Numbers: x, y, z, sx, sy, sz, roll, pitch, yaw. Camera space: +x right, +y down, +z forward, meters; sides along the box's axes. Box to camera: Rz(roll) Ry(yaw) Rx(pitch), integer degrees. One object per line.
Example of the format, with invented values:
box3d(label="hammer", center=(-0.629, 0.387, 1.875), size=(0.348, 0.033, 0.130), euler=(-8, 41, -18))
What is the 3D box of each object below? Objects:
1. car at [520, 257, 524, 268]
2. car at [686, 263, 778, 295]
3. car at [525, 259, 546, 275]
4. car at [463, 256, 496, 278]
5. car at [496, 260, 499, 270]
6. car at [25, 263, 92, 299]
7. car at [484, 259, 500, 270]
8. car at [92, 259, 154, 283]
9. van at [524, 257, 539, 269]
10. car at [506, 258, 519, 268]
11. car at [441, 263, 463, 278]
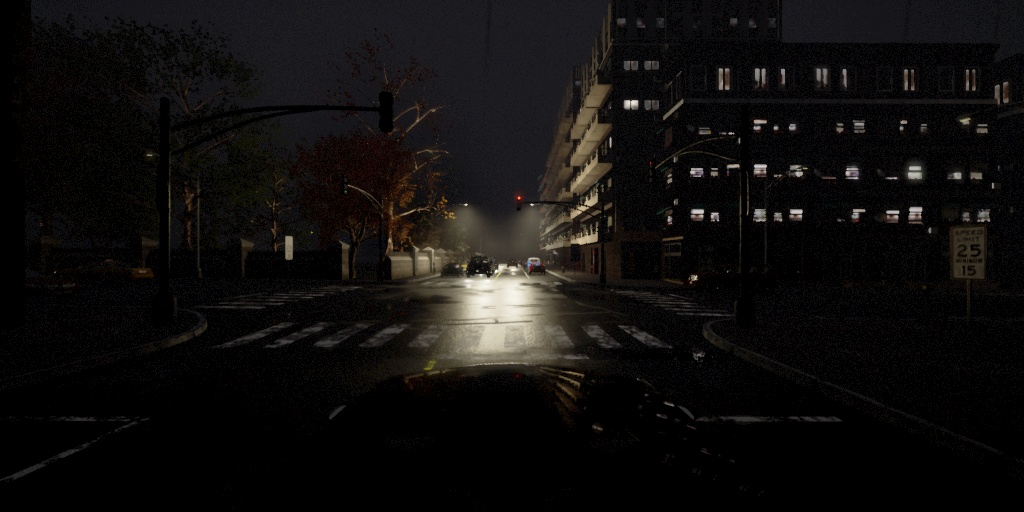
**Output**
box3d(label="car", center=(2.775, 1.230, 56.884), size=(1.967, 1.591, 4.097), euler=(0, 0, 0))
box3d(label="car", center=(13.480, 1.353, 22.005), size=(5.009, 1.841, 2.192), euler=(0, 0, 0))
box3d(label="car", center=(2.749, 1.314, 39.993), size=(1.888, 1.381, 4.507), euler=(0, 0, 0))
box3d(label="car", center=(-3.036, 0.986, 34.662), size=(2.150, 2.045, 5.566), euler=(0, 0, 1))
box3d(label="car", center=(-3.032, 1.322, 44.914), size=(2.033, 1.411, 5.357), euler=(0, 0, 0))
box3d(label="car", center=(-18.945, 1.007, 13.365), size=(4.207, 1.307, 1.802), euler=(0, 0, 0))
box3d(label="car", center=(-3.008, 1.279, 55.013), size=(2.128, 1.511, 4.902), euler=(0, 0, 0))
box3d(label="car", center=(-24.713, 0.883, 21.700), size=(4.829, 1.417, 1.751), euler=(0, 0, 0))
box3d(label="van", center=(2.758, 1.116, 45.623), size=(1.690, 1.789, 3.998), euler=(0, 0, 0))
box3d(label="car", center=(0.093, 1.304, 62.667), size=(1.837, 1.490, 4.892), euler=(0, 0, 0))
box3d(label="car", center=(-5.640, 1.330, 34.376), size=(1.948, 1.339, 4.313), euler=(0, 0, 0))
